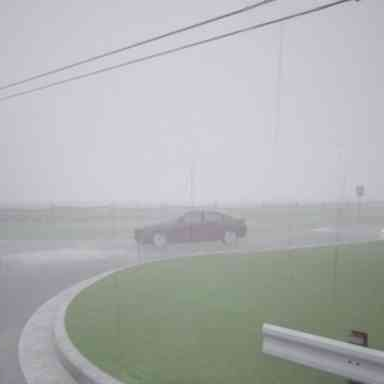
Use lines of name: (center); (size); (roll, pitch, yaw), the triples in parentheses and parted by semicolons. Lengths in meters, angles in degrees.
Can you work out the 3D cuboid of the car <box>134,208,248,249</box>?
car: (-0.029, 1.506, 14.616); (5.008, 1.535, 1.882); (-1, 0, -17)
